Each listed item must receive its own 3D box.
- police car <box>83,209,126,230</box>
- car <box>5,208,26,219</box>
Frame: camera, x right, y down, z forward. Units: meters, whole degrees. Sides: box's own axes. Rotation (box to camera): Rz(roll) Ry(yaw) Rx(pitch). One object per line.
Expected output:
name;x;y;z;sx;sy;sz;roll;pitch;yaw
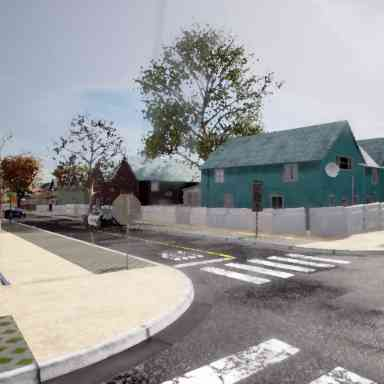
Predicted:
police car;-7.091;2.124;26.513;2.038;1.542;4.974;1;-2;-36
car;-23.313;2.744;43.918;1.994;1.385;4.181;1;-2;-36
